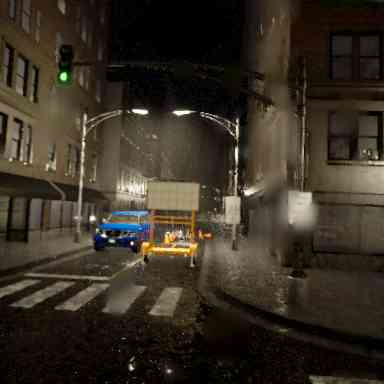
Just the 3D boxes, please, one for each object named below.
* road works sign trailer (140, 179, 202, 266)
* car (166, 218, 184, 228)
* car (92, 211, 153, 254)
[{"bbox_3d":[-0.857,1.249,14.939,2.380,3.560,2.880,2,-3,4],"label":"road works sign trailer"},{"bbox_3d":[-2.072,3.784,41.899,1.895,1.301,4.718,2,-3,4],"label":"car"},{"bbox_3d":[-3.541,2.076,18.204,2.150,2.045,5.566,2,-3,4],"label":"car"}]
